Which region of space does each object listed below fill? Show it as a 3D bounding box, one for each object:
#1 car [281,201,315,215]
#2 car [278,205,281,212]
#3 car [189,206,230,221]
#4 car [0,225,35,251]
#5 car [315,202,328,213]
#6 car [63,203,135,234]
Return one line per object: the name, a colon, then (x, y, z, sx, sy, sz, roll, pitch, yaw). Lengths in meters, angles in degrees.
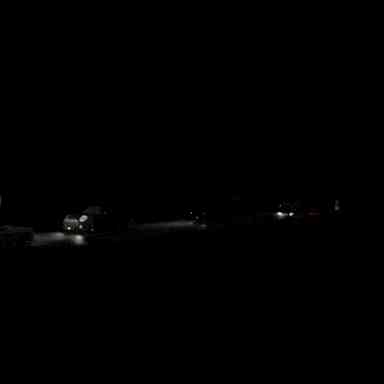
car: (14.006, 2.280, 43.853, 2.033, 1.411, 5.357, 1, -1, 36)
car: (14.495, 2.137, 49.340, 2.097, 1.767, 4.553, 1, 0, 36)
car: (1.747, 2.026, 31.728, 1.895, 1.301, 4.718, 1, -1, 36)
car: (-7.963, 1.691, 12.306, 1.895, 1.301, 4.718, 1, 0, 8)
car: (19.758, 2.398, 51.958, 1.837, 1.490, 4.892, 1, -1, 36)
car: (-5.812, 1.556, 21.100, 2.097, 1.767, 4.553, 1, -1, 35)
